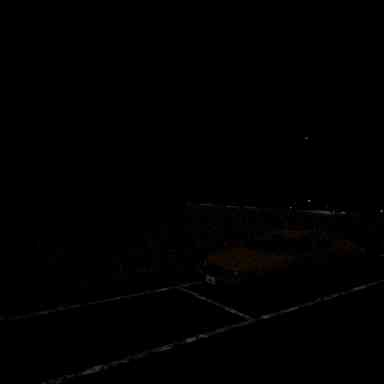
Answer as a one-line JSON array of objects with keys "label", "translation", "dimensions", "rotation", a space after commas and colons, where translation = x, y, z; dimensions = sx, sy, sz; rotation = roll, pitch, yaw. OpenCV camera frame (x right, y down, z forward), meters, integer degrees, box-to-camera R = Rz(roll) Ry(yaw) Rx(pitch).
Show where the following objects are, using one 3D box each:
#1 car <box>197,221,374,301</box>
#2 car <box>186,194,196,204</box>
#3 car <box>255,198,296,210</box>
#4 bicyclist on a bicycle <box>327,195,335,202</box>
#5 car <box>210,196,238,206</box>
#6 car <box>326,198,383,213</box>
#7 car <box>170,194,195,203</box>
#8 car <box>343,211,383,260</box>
[{"label": "car", "translation": [2.372, 1.527, 8.357], "dimensions": [4.829, 1.417, 1.752], "rotation": [0, 1, -35]}, {"label": "car", "translation": [-1.261, 1.193, 53.575], "dimensions": [1.895, 1.301, 4.718], "rotation": [1, 0, -34]}, {"label": "car", "translation": [9.460, 1.367, 37.875], "dimensions": [1.895, 1.301, 4.718], "rotation": [1, 0, -34]}, {"label": "bicyclist on a bicycle", "translation": [16.306, 1.158, 38.926], "dimensions": [1.656, 1.620, 0.582], "rotation": [0, 0, -34]}, {"label": "car", "translation": [4.336, 1.248, 45.367], "dimensions": [1.994, 1.385, 4.181], "rotation": [1, 0, -34]}, {"label": "car", "translation": [14.700, 1.342, 30.230], "dimensions": [2.128, 1.511, 4.902], "rotation": [1, 0, -34]}, {"label": "car", "translation": [-1.759, 1.064, 59.890], "dimensions": [2.128, 1.511, 4.902], "rotation": [1, 0, -34]}, {"label": "car", "translation": [7.132, 1.547, 11.662], "dimensions": [4.507, 1.381, 1.887], "rotation": [0, 1, -35]}]
